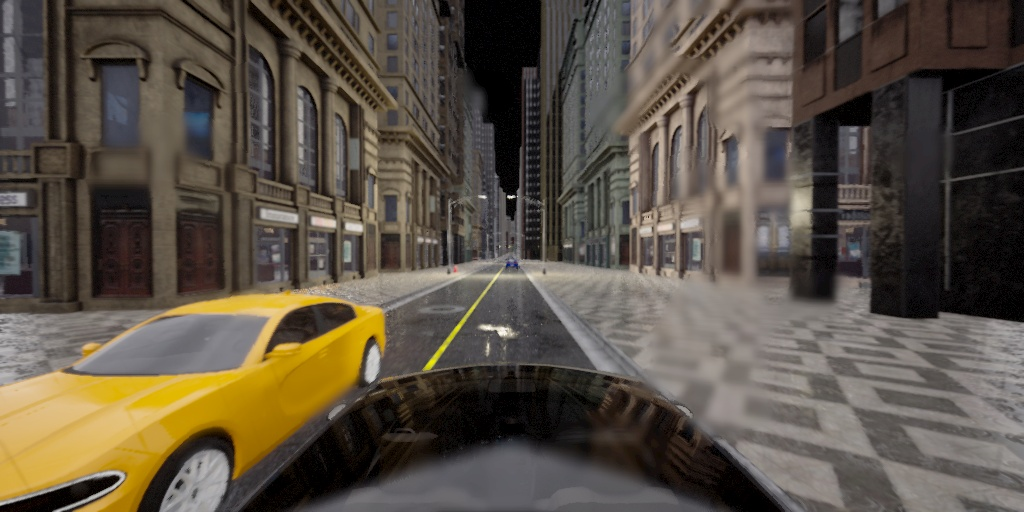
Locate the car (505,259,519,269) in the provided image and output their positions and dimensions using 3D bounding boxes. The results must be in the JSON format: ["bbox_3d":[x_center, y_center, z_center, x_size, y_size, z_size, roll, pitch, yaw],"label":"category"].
[{"bbox_3d":[0.010,1.194,53.997,1.882,1.535,5.008,0,0,0],"label":"car"}]

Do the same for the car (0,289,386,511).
[{"bbox_3d":[-3.084,1.227,4.102,1.882,1.535,5.008,0,0,0],"label":"car"}]
